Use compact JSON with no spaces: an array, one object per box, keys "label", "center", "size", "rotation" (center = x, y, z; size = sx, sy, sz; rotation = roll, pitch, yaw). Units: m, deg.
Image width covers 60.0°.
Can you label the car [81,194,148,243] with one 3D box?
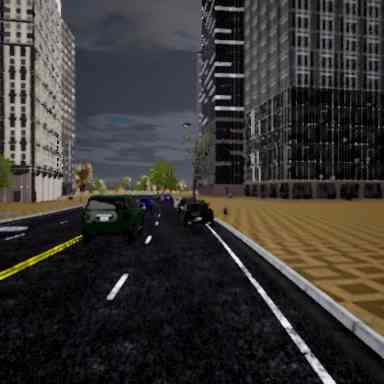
[{"label":"car","center":[-3.562,1.128,15.741],"size":[2.150,2.045,5.566],"rotation":[0,0,-3]}]

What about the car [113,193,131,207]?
[{"label":"car","center":[-9.704,1.082,46.461],"size":[2.097,1.767,4.553],"rotation":[0,0,-7]}]

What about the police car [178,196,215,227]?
[{"label":"police car","center":[0.291,1.293,21.683],"size":[1.930,1.638,5.238],"rotation":[0,0,-3]}]

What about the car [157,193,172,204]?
[{"label":"car","center":[-4.140,1.031,54.898],"size":[2.097,1.767,4.553],"rotation":[0,0,-9]}]

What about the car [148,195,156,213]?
[{"label":"car","center":[-4.851,1.324,34.002],"size":[1.812,1.442,4.674],"rotation":[0,0,-5]}]

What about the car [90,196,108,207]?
[{"label":"car","center":[-13.025,1.257,46.849],"size":[1.812,1.442,4.674],"rotation":[0,0,-7]}]

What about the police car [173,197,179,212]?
[{"label":"police car","center":[-0.464,1.233,31.814],"size":[1.930,1.638,5.238],"rotation":[0,0,-5]}]

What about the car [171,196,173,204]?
[{"label":"car","center":[-1.036,1.299,37.772],"size":[1.812,1.442,4.674],"rotation":[0,0,-6]}]
